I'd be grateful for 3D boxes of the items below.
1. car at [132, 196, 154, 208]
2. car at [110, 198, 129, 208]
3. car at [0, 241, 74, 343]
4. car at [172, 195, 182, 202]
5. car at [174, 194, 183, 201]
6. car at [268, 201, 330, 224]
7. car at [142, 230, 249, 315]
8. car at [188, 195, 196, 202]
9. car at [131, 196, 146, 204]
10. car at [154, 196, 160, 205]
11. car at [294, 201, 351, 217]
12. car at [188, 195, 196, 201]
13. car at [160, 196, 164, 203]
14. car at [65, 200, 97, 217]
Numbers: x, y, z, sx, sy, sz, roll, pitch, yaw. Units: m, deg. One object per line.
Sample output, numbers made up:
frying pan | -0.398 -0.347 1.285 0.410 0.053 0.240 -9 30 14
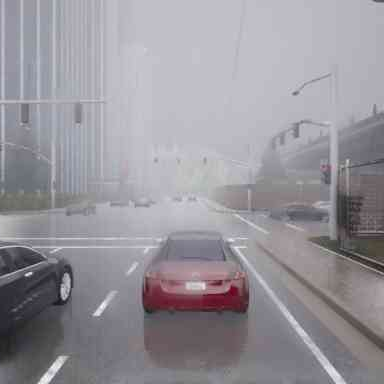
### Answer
car | -7.067 1.526 48.065 1.812 1.442 4.674 0 0 0
car | -10.585 1.547 48.799 2.033 1.411 5.357 0 0 0
car | -3.440 1.505 5.192 1.837 1.490 4.892 0 0 0
car | -3.481 1.495 74.239 1.837 1.490 4.892 0 0 0
car | -3.478 1.386 84.663 2.128 1.511 4.902 0 0 0
car | 8.104 1.559 24.600 4.892 1.490 1.837 0 1 2
car | 0.074 1.564 7.647 1.994 1.385 4.181 0 0 0
car | 0.027 1.478 74.784 1.882 1.535 5.008 0 0 0
car | -10.511 1.491 65.386 2.128 1.511 4.902 0 0 0
car | -7.068 1.601 57.158 1.895 1.301 4.718 0 0 0
car | 12.375 1.581 31.745 4.674 1.442 1.812 0 0 -3
car | 0.022 1.478 85.191 1.882 1.535 5.008 0 0 0
car | -6.982 1.525 69.635 2.128 1.511 4.902 0 0 0
car | -10.592 1.542 32.107 1.837 1.490 4.892 0 0 0
